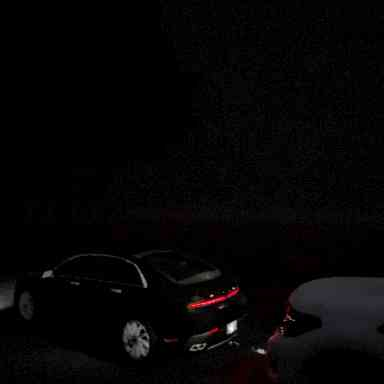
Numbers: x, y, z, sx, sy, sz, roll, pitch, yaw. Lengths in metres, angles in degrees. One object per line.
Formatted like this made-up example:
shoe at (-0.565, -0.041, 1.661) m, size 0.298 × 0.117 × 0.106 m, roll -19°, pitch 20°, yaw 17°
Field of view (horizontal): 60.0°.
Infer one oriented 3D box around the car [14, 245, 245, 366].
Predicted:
car at (-1.401, 1.757, 6.185) m, size 4.892 × 1.490 × 1.837 m, roll -2°, pitch -4°, yaw 36°

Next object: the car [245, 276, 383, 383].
car at (3.469, 1.363, 2.721) m, size 5.566 × 2.045 × 2.150 m, roll -1°, pitch -4°, yaw 36°
